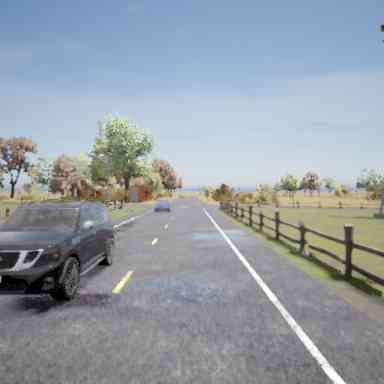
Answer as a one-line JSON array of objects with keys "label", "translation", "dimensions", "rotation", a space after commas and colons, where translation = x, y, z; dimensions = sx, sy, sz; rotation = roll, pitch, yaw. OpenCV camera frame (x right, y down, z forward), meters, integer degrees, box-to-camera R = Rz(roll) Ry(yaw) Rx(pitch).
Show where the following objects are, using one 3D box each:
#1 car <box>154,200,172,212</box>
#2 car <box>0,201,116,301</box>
[{"label": "car", "translation": [-3.578, 1.730, 41.394], "dimensions": [1.812, 1.442, 4.674], "rotation": [0, -1, 0]}, {"label": "car", "translation": [-3.579, 1.269, 8.783], "dimensions": [2.150, 2.045, 5.566], "rotation": [0, -1, 0]}]
